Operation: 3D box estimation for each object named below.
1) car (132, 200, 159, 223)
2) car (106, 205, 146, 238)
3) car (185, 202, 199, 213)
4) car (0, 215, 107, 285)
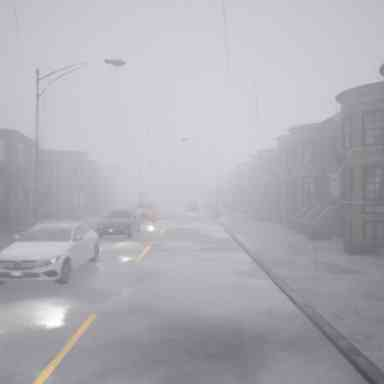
[{"bbox_3d":[-4.070,1.686,29.006,2.097,1.767,4.553,0,-1,0],"label":"car"},{"bbox_3d":[-4.096,1.727,19.212,1.837,1.490,4.892,0,-1,0],"label":"car"},{"bbox_3d":[0.008,2.073,45.639,2.033,1.411,5.357,0,-1,0],"label":"car"},{"bbox_3d":[-4.101,1.642,10.026,1.812,1.442,4.674,0,-1,-1],"label":"car"}]
